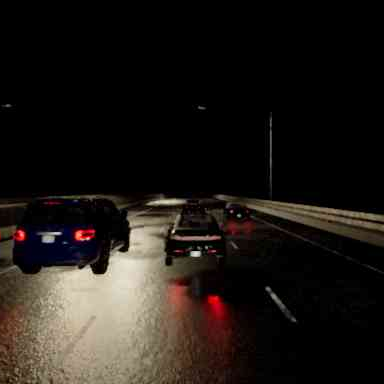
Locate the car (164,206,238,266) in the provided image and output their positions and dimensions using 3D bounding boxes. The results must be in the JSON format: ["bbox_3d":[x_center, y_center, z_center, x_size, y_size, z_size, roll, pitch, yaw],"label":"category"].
[{"bbox_3d":[0.098,1.460,11.422,2.128,1.511,4.902,0,0,0],"label":"car"}]

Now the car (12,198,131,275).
[{"bbox_3d":[-3.398,1.193,10.507,2.150,2.045,5.566,0,0,0],"label":"car"}]

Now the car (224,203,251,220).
[{"bbox_3d":[3.595,1.525,27.597,1.895,1.301,4.718,0,0,0],"label":"car"}]

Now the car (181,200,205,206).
[{"bbox_3d":[0.095,1.425,29.061,1.837,1.490,4.892,0,0,0],"label":"car"}]
